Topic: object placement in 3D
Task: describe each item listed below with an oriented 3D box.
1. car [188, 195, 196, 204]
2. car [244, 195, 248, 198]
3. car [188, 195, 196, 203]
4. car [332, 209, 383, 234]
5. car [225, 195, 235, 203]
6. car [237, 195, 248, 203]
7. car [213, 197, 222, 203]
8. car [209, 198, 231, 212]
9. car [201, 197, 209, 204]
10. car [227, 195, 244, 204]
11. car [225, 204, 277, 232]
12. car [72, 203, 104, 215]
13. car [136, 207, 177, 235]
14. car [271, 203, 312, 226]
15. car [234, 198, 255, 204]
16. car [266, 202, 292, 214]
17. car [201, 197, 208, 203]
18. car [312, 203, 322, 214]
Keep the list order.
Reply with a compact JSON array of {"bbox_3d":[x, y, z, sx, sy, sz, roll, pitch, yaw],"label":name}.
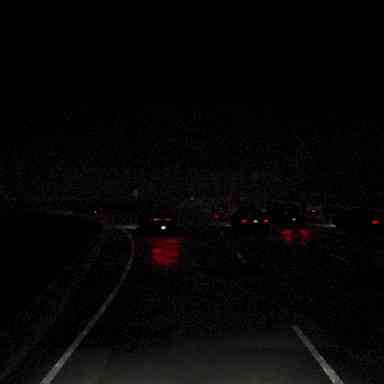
[{"bbox_3d":[-0.015,2.227,81.092,2.128,1.511,4.902,0,-1,0],"label":"car"},{"bbox_3d":[13.985,2.203,81.095,1.837,1.490,4.892,0,-1,0],"label":"car"},{"bbox_3d":[-0.017,1.859,91.545,2.150,2.045,5.566,0,-1,0],"label":"car"},{"bbox_3d":[10.596,1.728,20.598,2.033,1.411,5.357,0,0,0],"label":"car"},{"bbox_3d":[10.483,1.860,91.547,2.150,2.045,5.566,0,-1,0],"label":"car"},{"bbox_3d":[13.983,1.860,91.548,2.150,2.045,5.566,0,-1,0],"label":"car"},{"bbox_3d":[6.983,2.159,91.514,2.128,1.511,4.902,0,-1,0],"label":"car"},{"bbox_3d":[3.591,1.910,43.834,1.812,1.442,4.674,0,-1,0],"label":"car"},{"bbox_3d":[3.485,2.227,81.092,2.128,1.511,4.902,0,-1,0],"label":"car"},{"bbox_3d":[10.485,1.928,81.126,2.150,2.045,5.566,0,-1,0],"label":"car"},{"bbox_3d":[3.597,1.733,21.313,2.033,1.411,5.357,0,-1,0],"label":"car"},{"bbox_3d":[-11.941,1.933,37.862,1.895,1.301,4.718,0,-1,-41],"label":"car"},{"bbox_3d":[-2.219,1.678,20.141,1.837,1.490,4.892,1,-1,-16],"label":"car"},{"bbox_3d":[7.095,1.714,25.497,2.128,1.511,4.902,0,-1,0],"label":"car"},{"bbox_3d":[7.092,1.868,42.829,2.128,1.511,4.902,0,0,0],"label":"car"},{"bbox_3d":[10.592,1.959,40.717,1.895,1.301,4.718,0,-1,0],"label":"car"},{"bbox_3d":[3.483,2.158,91.513,1.812,1.442,4.674,0,-1,0],"label":"car"},{"bbox_3d":[14.091,1.959,40.719,1.895,1.301,4.718,0,-1,0],"label":"car"}]
